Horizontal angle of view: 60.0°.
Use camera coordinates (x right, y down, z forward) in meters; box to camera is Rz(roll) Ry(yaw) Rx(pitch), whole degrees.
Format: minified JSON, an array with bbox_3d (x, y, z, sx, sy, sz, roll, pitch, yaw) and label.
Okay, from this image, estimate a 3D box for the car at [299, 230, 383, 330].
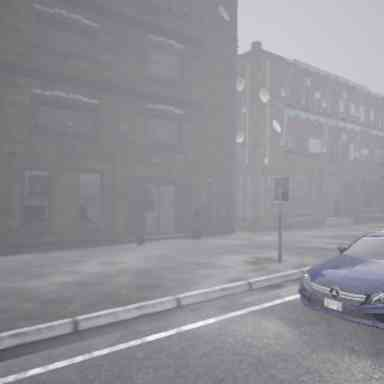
[{"bbox_3d":[4.134,1.526,6.629,4.674,1.442,1.812,0,0,-35],"label":"car"}]
